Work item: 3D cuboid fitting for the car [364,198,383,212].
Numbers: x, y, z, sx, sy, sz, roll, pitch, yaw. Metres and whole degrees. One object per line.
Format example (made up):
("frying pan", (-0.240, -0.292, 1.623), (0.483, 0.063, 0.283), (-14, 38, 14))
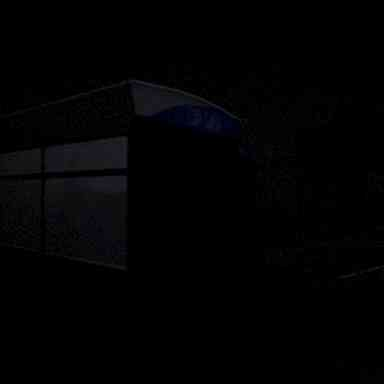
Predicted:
("car", (21.828, 1.620, 40.601), (4.611, 1.667, 2.242), (0, 0, -36))
